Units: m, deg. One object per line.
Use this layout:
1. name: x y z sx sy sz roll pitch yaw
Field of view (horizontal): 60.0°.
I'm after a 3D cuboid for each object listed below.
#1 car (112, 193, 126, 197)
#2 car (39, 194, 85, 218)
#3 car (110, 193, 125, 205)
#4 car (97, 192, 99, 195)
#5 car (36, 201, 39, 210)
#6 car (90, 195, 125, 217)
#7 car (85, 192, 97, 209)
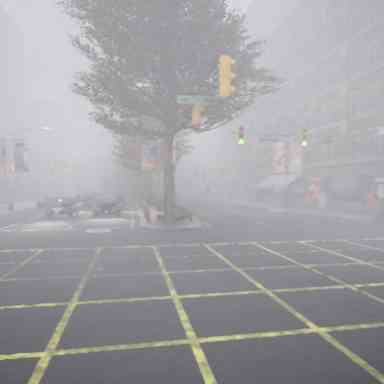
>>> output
1. car: -8.224 1.085 35.031 1.812 1.442 4.674 0 1 -10
2. car: -10.271 1.155 26.674 2.128 1.511 4.902 0 1 -10
3. car: -10.106 0.937 45.187 1.837 1.490 4.892 0 1 -11
4. car: -13.871 0.770 46.276 2.097 1.767 4.553 0 1 -11
5. car: -15.201 1.144 35.721 1.895 1.301 4.718 0 1 -11
6. car: -6.709 1.228 26.650 1.994 1.385 4.181 0 1 -10
7. car: -12.030 1.033 36.438 2.128 1.511 4.902 0 1 -11
